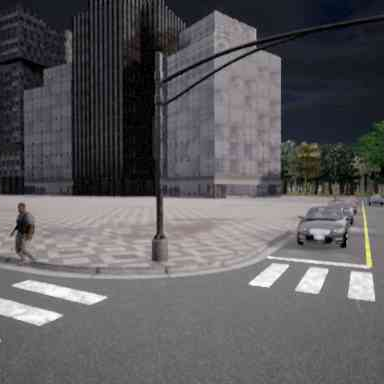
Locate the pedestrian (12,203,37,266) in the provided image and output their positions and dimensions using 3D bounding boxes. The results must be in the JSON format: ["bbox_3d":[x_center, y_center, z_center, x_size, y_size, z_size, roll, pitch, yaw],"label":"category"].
[{"bbox_3d":[-4.686,1.137,9.335,0.375,1.860,0.375,0,1,29],"label":"pedestrian"}]

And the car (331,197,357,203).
[{"bbox_3d":[9.995,1.334,22.629,1.837,1.490,4.892,0,0,27],"label":"car"}]

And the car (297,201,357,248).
[{"bbox_3d":[5.799,1.382,14.425,2.128,1.511,4.902,0,0,27],"label":"car"}]

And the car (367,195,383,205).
[{"bbox_3d":[26.638,1.168,48.384,2.033,1.411,5.357,0,0,27],"label":"car"}]

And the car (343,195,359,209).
[{"bbox_3d":[14.323,1.242,31.030,1.882,1.535,5.008,0,0,27],"label":"car"}]
